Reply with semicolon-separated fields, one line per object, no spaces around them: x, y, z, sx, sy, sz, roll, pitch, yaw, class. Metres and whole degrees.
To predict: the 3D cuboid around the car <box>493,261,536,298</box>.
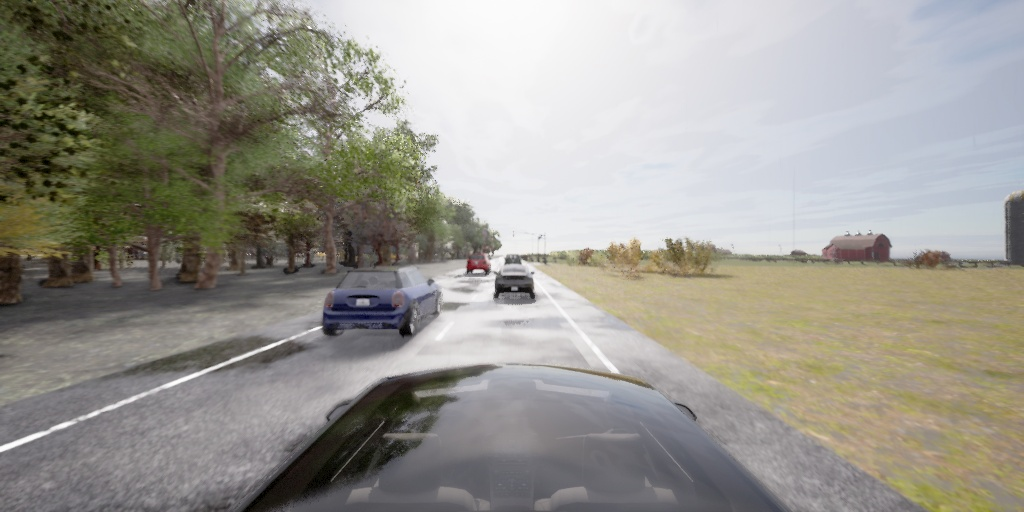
0.113;1.162;17.900;1.837;1.490;4.892;0;0;0;car

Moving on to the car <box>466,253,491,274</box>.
-3.371;0.766;36.576;2.150;2.045;5.566;0;0;0;car

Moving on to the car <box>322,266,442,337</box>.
-3.391;1.053;10.291;2.097;1.767;4.553;0;0;0;car

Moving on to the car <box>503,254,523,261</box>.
0.134;0.718;44.222;2.150;2.045;5.566;0;0;0;car
